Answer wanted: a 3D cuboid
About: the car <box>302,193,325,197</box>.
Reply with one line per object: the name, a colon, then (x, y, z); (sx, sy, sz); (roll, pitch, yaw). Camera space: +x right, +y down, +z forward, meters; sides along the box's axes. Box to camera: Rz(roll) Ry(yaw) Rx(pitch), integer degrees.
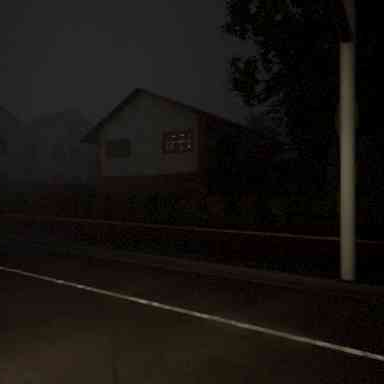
car: (10.941, 0.800, 28.286); (3.806, 1.475, 1.970); (0, 1, 34)
